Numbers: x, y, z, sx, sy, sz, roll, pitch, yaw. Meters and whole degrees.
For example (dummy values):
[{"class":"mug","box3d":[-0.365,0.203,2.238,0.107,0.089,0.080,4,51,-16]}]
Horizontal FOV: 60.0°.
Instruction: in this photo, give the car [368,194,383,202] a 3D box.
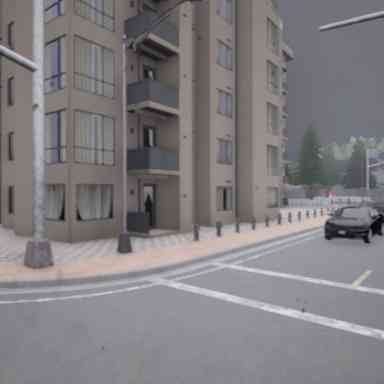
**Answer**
[{"class":"car","box3d":[14.514,1.160,24.498,2.150,2.045,5.566,0,0,38]}]

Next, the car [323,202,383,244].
[{"class":"car","box3d":[7.909,1.440,16.095,1.882,1.535,5.008,0,0,38]}]
